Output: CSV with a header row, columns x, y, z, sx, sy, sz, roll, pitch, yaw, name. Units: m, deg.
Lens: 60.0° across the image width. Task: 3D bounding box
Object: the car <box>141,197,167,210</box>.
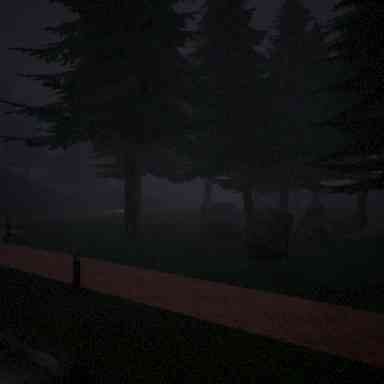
x,y,z,sx,sy,sz,roll,pitch,yaw,name
-5.092,1.246,37.575,2.033,1.411,5.357,0,0,36,car
